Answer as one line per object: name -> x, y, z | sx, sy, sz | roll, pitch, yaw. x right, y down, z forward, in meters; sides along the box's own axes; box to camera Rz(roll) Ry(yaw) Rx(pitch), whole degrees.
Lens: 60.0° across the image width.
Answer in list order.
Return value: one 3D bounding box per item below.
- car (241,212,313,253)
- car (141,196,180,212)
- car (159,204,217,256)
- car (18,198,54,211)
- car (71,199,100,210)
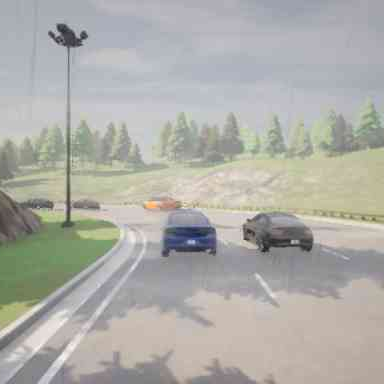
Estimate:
car -> 3.329, 1.524, 13.607 | 1.812, 1.442, 4.674 | 0, 0, -5
car -> -3.934, 1.349, 38.402 | 2.097, 1.767, 4.553 | 0, 0, -42
car -> -0.262, 1.477, 13.197 | 1.882, 1.535, 5.008 | 0, 0, -6
car -> -19.460, 1.503, 41.431 | 4.892, 1.490, 1.837 | 0, -3, 25
car -> -13.564, 1.561, 41.886 | 4.181, 1.385, 1.994 | 0, 0, 33
